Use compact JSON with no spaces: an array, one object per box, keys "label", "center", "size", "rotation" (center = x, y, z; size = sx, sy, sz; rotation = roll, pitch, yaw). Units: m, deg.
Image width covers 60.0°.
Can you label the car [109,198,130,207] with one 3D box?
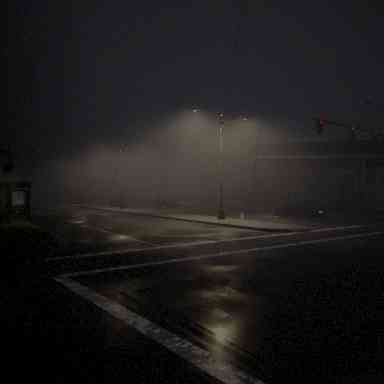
[{"label":"car","center":[-11.125,1.564,50.712],"size":[1.994,1.385,4.181],"rotation":[0,0,-35]}]

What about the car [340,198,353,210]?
[{"label":"car","center":[18.130,1.456,42.039],"size":[1.970,1.475,3.806],"rotation":[0,0,-35]}]

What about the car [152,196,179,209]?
[{"label":"car","center":[-3.765,1.351,46.494],"size":[2.097,1.767,4.553],"rotation":[0,0,-35]}]

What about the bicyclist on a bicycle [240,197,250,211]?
[{"label":"bicyclist on a bicycle","center":[6.289,1.430,39.750],"size":[1.656,1.620,0.582],"rotation":[-6,-7,-37]}]

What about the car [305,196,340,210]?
[{"label":"car","center":[13.867,1.295,38.113],"size":[2.242,1.667,4.611],"rotation":[0,0,-35]}]

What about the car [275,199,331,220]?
[{"label":"car","center":[9.094,1.564,28.186],"size":[1.994,1.385,4.181],"rotation":[0,0,-35]}]
